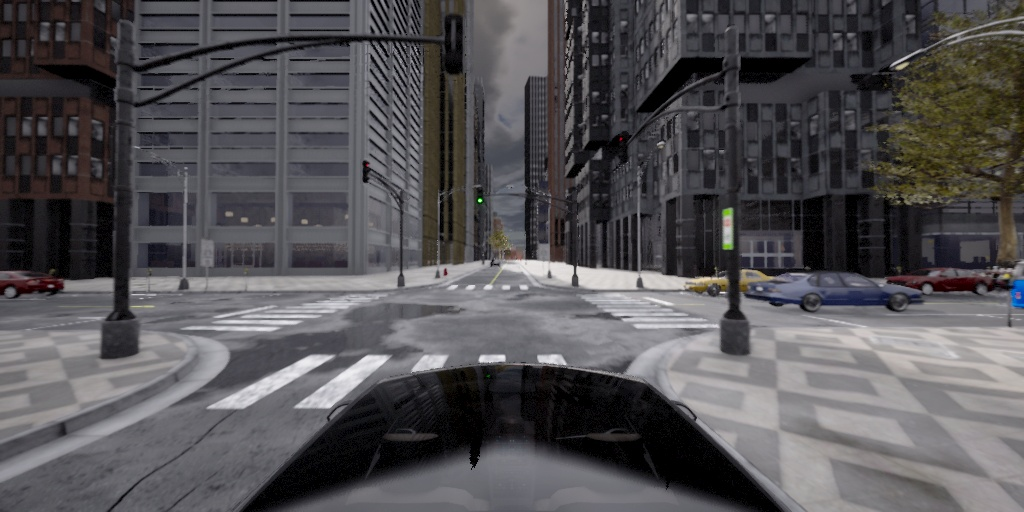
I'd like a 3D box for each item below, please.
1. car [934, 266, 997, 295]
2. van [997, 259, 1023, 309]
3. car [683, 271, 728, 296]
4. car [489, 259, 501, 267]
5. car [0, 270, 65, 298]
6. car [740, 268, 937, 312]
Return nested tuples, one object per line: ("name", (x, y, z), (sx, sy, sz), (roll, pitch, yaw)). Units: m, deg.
("car", (22.373, 1.298, 18.894), (4.507, 1.381, 1.888), (0, 0, 0))
("van", (17.226, 0.961, 10.349), (3.998, 1.789, 1.690), (0, 0, 0))
("car", (11.623, 1.308, 18.856), (4.829, 1.417, 1.751), (0, 0, 0))
("car", (-3.030, 1.316, 65.271), (1.837, 1.490, 4.892), (0, 0, 0))
("car", (-26.300, 1.447, 18.708), (4.507, 1.381, 1.888), (0, 0, 0))
("car", (11.537, 1.232, 13.099), (5.357, 1.411, 2.033), (0, -1, 0))
